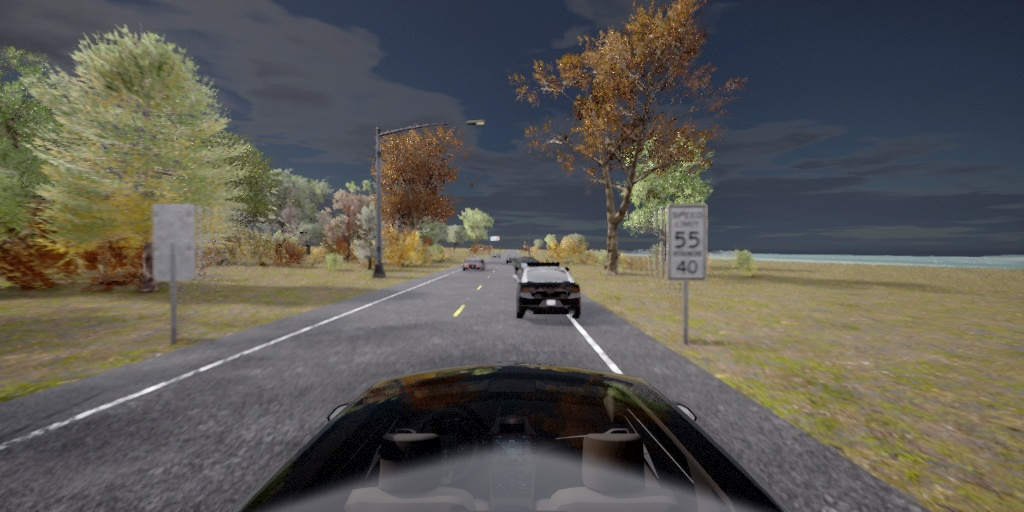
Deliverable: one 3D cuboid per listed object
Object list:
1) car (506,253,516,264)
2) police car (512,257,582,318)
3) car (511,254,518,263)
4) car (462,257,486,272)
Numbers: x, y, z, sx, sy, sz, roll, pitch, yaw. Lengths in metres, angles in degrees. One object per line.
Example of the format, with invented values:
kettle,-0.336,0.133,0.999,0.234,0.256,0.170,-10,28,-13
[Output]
car,0.099,0.486,51.156,1.895,1.301,4.718,0,1,1
police car,1.049,0.994,12.179,1.930,1.638,5.238,0,1,0
car,1.070,0.797,28.062,1.837,1.490,4.892,0,1,0
car,-3.547,0.747,34.245,1.994,1.385,4.181,0,1,0
